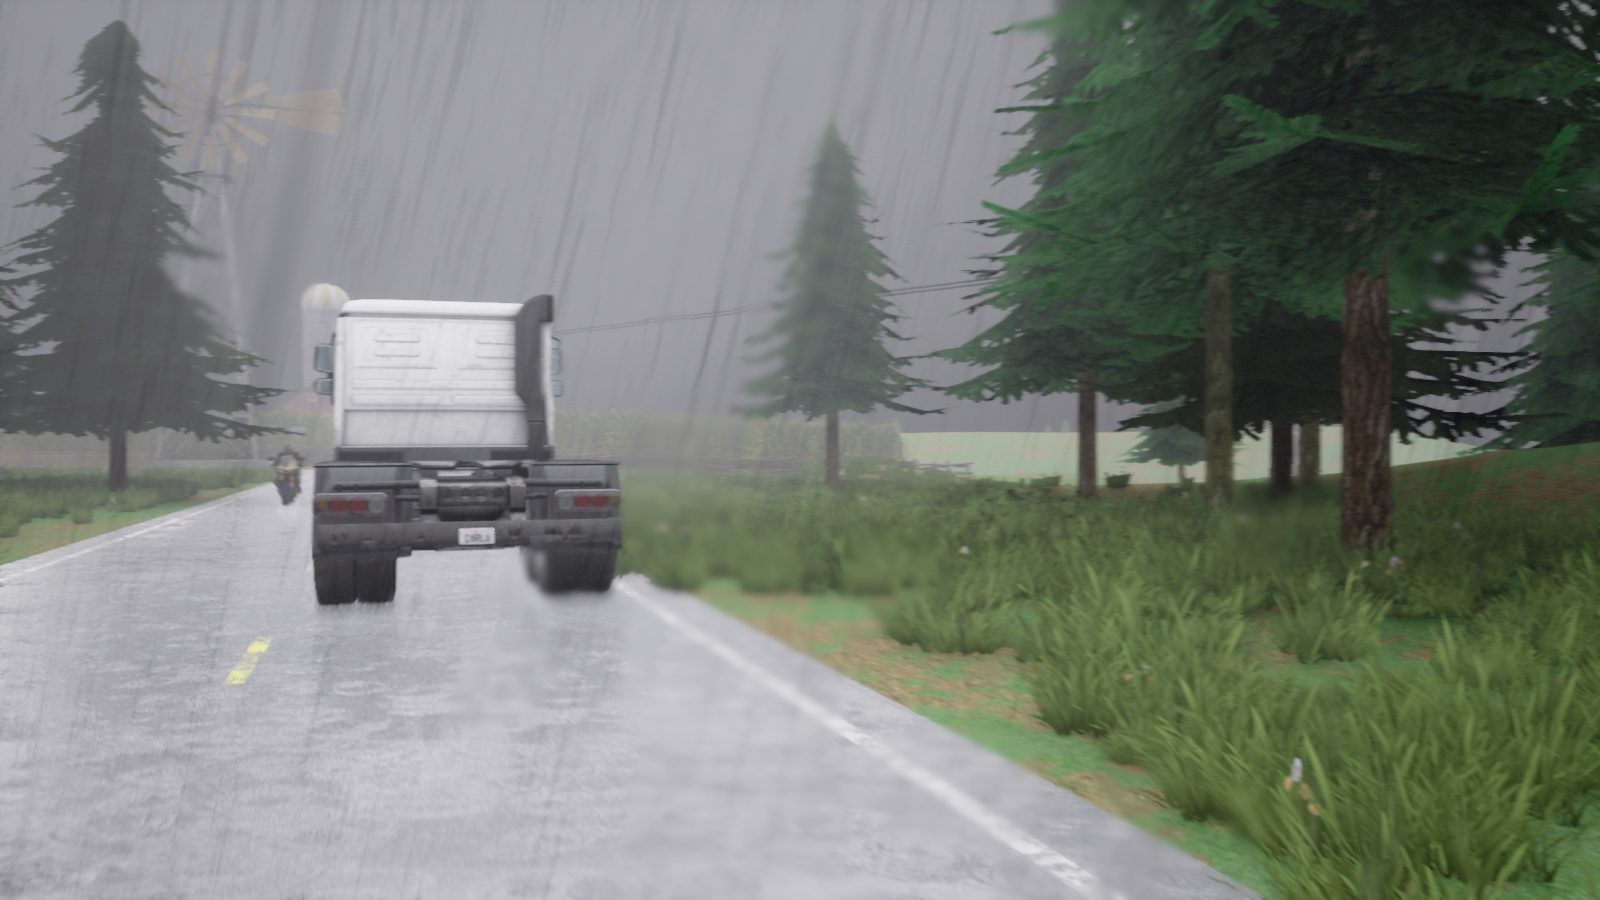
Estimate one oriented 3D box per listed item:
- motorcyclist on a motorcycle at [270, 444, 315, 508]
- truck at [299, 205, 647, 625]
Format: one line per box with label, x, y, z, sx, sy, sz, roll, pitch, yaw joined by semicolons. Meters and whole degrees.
motorcyclist on a motorcycle;-12.582;0.625;31.208;0.866;1.530;2.191;0;0;-18
truck;-3.969;-0.312;14.590;2.891;3.462;7.936;0;0;-18
